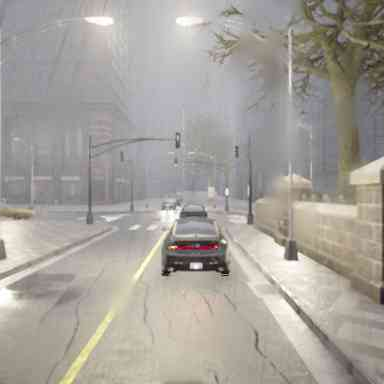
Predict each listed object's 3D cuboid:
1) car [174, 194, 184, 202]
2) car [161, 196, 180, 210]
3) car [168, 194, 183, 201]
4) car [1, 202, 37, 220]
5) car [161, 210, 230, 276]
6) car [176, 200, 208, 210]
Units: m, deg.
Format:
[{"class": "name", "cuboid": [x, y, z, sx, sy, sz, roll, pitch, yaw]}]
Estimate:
[{"class": "car", "cuboid": [-3.005, 1.398, 75.668, 2.097, 1.767, 4.553, 0, 0, 0]}, {"class": "car", "cuboid": [-3.093, 1.630, 45.500, 2.128, 1.511, 4.902, 0, 0, 0]}, {"class": "car", "cuboid": [-3.073, 1.341, 55.386, 2.150, 2.045, 5.566, 0, 0, 1]}, {"class": "car", "cuboid": [-14.934, 1.517, 26.502, 4.829, 1.417, 1.752, 1, -1, 0]}, {"class": "car", "cuboid": [0.101, 1.553, 10.526, 1.837, 1.490, 4.892, 0, 0, 0]}, {"class": "car", "cuboid": [0.100, 1.582, 23.429, 1.882, 1.535, 5.008, 0, 0, 0]}]
